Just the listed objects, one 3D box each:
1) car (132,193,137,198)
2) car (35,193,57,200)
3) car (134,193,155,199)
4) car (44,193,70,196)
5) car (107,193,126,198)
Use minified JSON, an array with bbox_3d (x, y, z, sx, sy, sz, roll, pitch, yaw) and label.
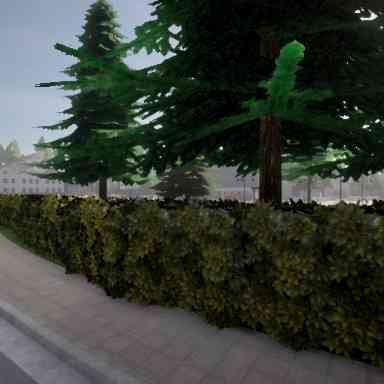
[{"bbox_3d":[-10.889,1.097,77.775,4.605,1.855,1.932,0,0,-36],"label":"car"},{"bbox_3d":[-36.329,1.097,82.718,4.605,1.855,1.932,0,0,-36],"label":"car"},{"bbox_3d":[-7.941,1.384,60.690,3.806,1.475,1.970,0,0,-36],"label":"car"},{"bbox_3d":[-29.650,1.298,72.179,4.514,1.523,2.007,0,0,-36],"label":"car"},{"bbox_3d":[-20.372,1.153,90.295,5.027,1.636,2.152,0,0,-36],"label":"car"}]
